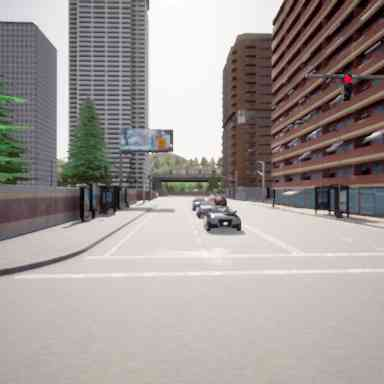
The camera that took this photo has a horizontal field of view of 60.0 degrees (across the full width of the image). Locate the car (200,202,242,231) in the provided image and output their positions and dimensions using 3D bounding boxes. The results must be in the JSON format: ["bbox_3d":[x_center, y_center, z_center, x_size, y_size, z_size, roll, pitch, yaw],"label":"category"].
[{"bbox_3d":[1.777,1.571,20.433,1.994,1.385,4.181,0,0,-2],"label":"car"}]

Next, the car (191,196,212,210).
[{"bbox_3d":[0.963,1.510,40.721,1.837,1.490,4.892,0,0,-2],"label":"car"}]

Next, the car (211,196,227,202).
[{"bbox_3d":[4.207,1.483,50.438,1.882,1.535,5.008,0,0,-2],"label":"car"}]

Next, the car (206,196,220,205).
[{"bbox_3d":[3.758,1.482,60.255,1.882,1.535,5.008,0,0,-2],"label":"car"}]

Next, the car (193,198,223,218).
[{"bbox_3d":[1.383,1.532,30.348,1.812,1.442,4.674,0,0,-2],"label":"car"}]
